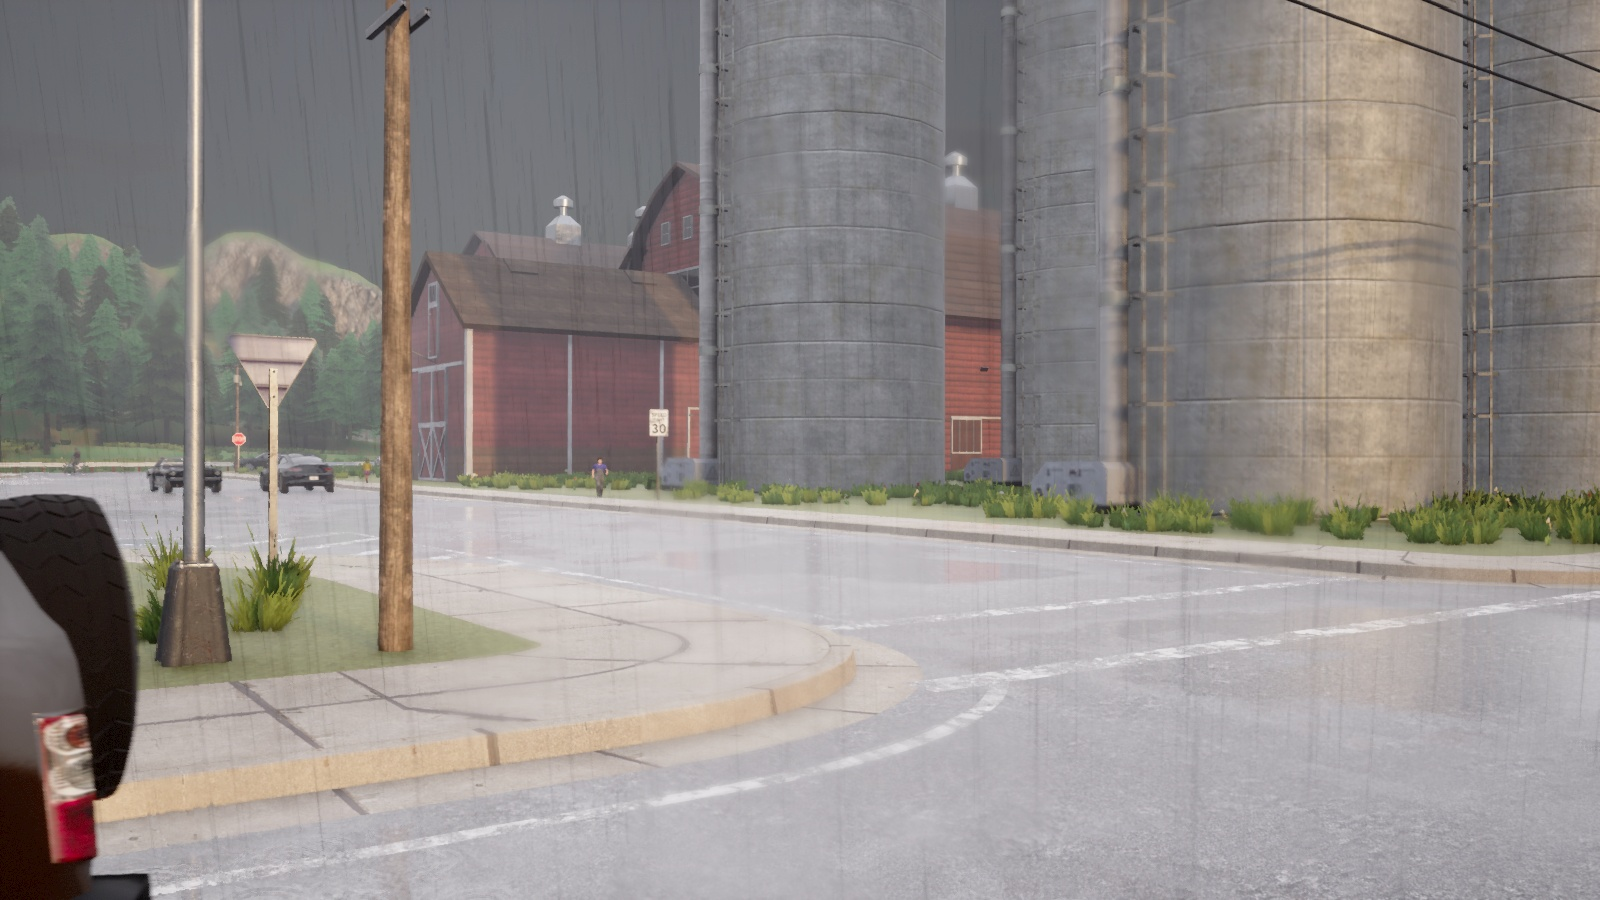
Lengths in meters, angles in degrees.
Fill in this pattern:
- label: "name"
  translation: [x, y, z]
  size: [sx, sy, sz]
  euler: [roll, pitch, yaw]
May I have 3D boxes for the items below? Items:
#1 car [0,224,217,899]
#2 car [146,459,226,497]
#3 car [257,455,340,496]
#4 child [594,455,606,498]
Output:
- label: "car"
  translation: [-3.393, 0.572, 1.428]
  size: [4.605, 1.855, 1.932]
  euler: [0, 0, -40]
- label: "car"
  translation: [-22.730, 1.007, 46.383]
  size: [1.895, 1.301, 4.718]
  euler: [0, 0, -36]
- label: "car"
  translation: [-18.765, 0.925, 46.858]
  size: [1.812, 1.442, 4.674]
  euler: [0, 0, -36]
- label: "child"
  translation: [-5.967, 0.784, 37.441]
  size: [0.270, 1.263, 0.437]
  euler: [0, 0, -18]
